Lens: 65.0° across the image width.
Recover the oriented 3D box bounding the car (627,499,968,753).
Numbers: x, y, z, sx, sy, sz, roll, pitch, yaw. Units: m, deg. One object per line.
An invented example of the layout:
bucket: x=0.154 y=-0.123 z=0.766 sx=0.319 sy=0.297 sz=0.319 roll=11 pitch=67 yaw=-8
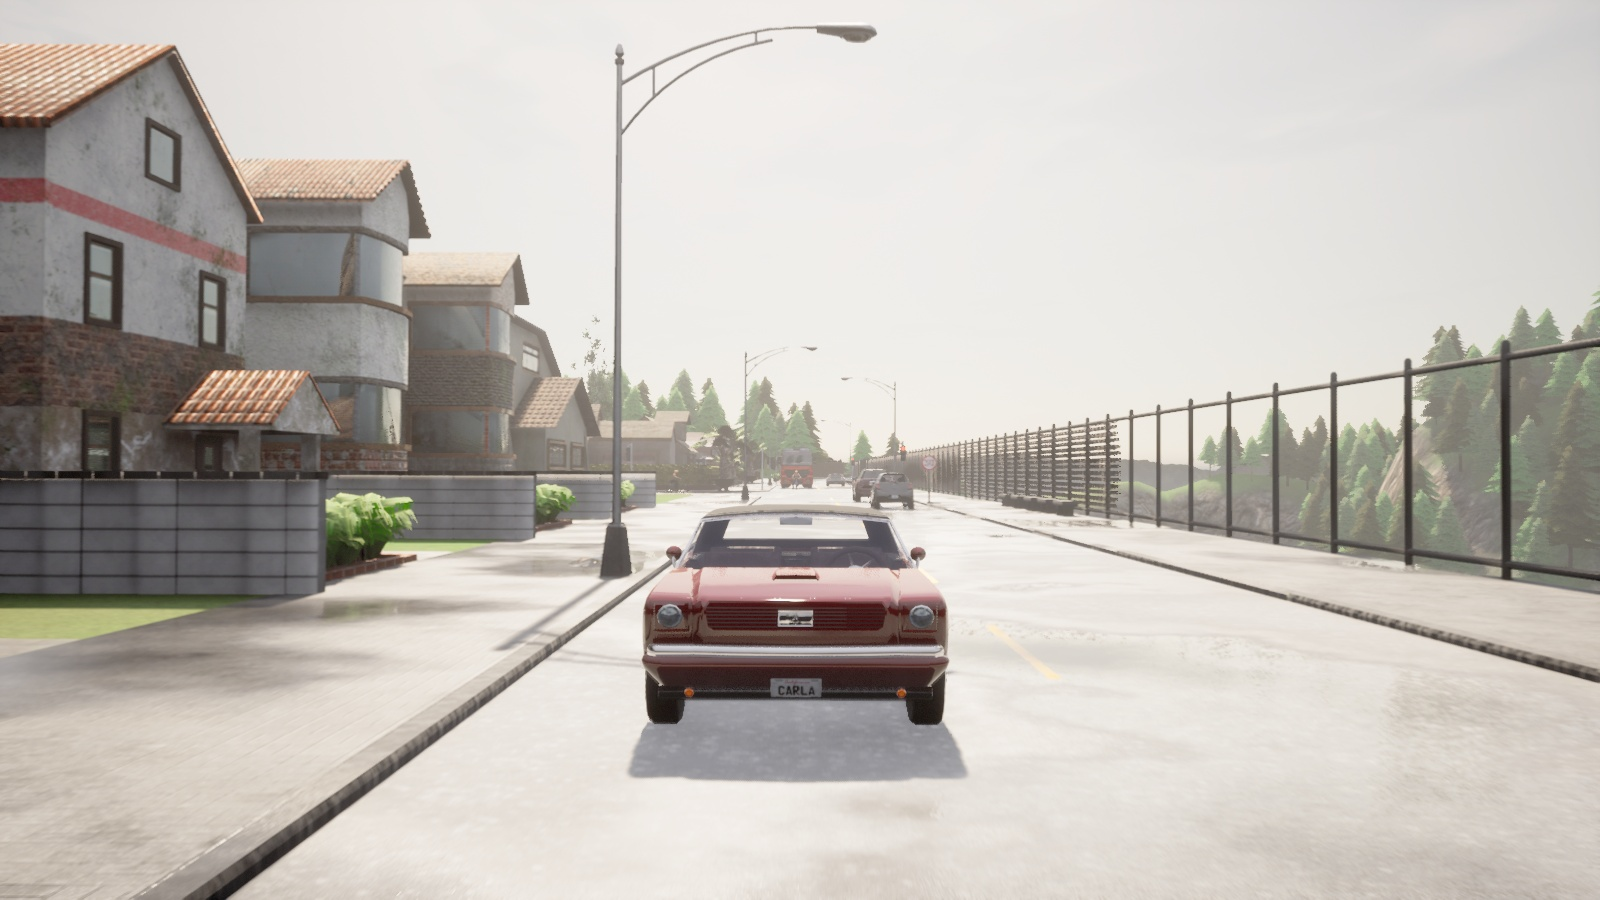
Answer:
car: x=-0.022 y=1.072 z=9.355 sx=1.895 sy=1.301 sz=4.718 roll=0 pitch=-1 yaw=0

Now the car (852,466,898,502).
car: x=3.842 y=1.748 z=65.120 sx=2.097 sy=1.767 sz=4.553 roll=0 pitch=-1 yaw=0

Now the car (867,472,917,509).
car: x=3.871 y=1.706 z=53.336 sx=1.845 sy=1.501 sz=3.633 roll=0 pitch=-1 yaw=0
